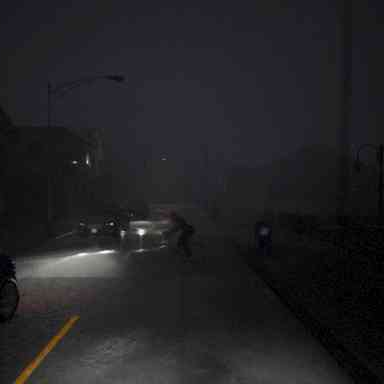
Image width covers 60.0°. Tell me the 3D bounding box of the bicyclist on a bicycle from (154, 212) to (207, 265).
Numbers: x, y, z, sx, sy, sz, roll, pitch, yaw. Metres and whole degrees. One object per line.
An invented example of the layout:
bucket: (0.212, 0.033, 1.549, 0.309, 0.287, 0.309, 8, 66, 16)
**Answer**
bicyclist on a bicycle: (-0.376, 1.443, 10.258, 1.656, 1.620, 0.582, -2, 0, -1)

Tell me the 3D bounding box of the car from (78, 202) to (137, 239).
car: (-4.468, 1.491, 17.450, 2.128, 1.511, 4.902, 0, 0, -1)

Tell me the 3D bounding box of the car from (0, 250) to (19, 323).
car: (-4.165, 1.352, 4.131, 2.097, 1.767, 4.553, 0, 0, -1)

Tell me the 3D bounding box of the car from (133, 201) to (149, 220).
car: (-4.698, 1.524, 28.195, 1.812, 1.442, 4.674, 0, 0, -1)
